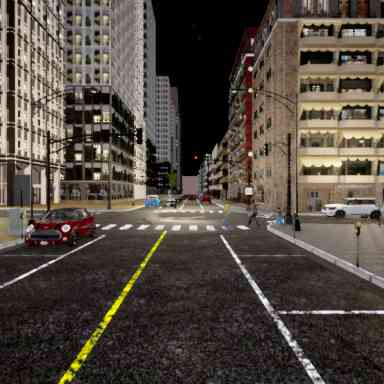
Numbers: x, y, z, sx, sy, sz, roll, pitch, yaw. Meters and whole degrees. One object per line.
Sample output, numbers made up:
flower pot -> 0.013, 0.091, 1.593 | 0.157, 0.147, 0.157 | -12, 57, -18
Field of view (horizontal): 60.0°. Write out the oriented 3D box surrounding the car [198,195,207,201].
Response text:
car -> 2.672, 1.589, 86.140 | 2.008, 1.369, 4.403 | 0, 0, 0

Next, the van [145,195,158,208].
van -> -5.701, 1.351, 47.281 | 1.690, 1.788, 3.998 | 0, 0, 0

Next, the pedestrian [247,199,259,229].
pedestrian -> 3.700, 1.295, 20.143 | 0.375, 1.860, 0.375 | 0, 0, 0

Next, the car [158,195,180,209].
car -> -3.107, 1.500, 46.211 | 2.128, 1.511, 4.902 | 0, 0, 0

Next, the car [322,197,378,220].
car -> 15.270, 1.538, 31.473 | 5.566, 2.045, 2.150 | 0, 0, -2

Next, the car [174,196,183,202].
car -> -3.014, 1.580, 75.250 | 1.994, 1.385, 4.181 | 0, 0, 0

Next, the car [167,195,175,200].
car -> -5.710, 1.568, 91.518 | 1.752, 1.417, 4.829 | 0, 0, 0

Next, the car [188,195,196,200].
car -> -0.015, 1.484, 86.814 | 1.895, 1.301, 4.718 | 0, 0, 0

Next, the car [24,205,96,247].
car -> -5.694, 1.441, 14.807 | 1.967, 1.590, 4.097 | 0, 0, 0

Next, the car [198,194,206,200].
car -> 2.670, 1.358, 91.691 | 2.192, 1.841, 5.009 | 0, 0, 0

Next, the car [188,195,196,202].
car -> -0.012, 1.500, 76.361 | 1.882, 1.535, 5.008 | 0, 0, 0

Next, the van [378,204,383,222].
van -> 16.925, 1.705, 25.545 | 3.998, 1.788, 1.690 | 1, -1, 0

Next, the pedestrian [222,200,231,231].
pedestrian -> 2.022, 1.295, 18.943 | 0.375, 1.860, 0.375 | 0, 0, 0

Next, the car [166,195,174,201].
car -> -5.709, 1.478, 86.137 | 1.967, 1.590, 4.097 | 0, 0, 0

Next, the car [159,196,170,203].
car -> -5.705, 1.550, 69.315 | 1.752, 1.417, 4.829 | 0, 0, 0

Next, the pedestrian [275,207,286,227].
pedestrian -> 5.152, 1.423, 19.544 | 0.375, 1.300, 0.375 | 0, 0, 0

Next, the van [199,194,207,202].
van -> 2.672, 1.374, 80.590 | 1.690, 1.788, 3.998 | 0, 0, 0

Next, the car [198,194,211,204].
car -> 2.676, 1.336, 63.937 | 2.192, 1.841, 5.009 | 0, 0, 0

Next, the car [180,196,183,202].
car -> -3.083, 1.511, 60.242 | 2.128, 1.511, 4.902 | 0, 0, 0
